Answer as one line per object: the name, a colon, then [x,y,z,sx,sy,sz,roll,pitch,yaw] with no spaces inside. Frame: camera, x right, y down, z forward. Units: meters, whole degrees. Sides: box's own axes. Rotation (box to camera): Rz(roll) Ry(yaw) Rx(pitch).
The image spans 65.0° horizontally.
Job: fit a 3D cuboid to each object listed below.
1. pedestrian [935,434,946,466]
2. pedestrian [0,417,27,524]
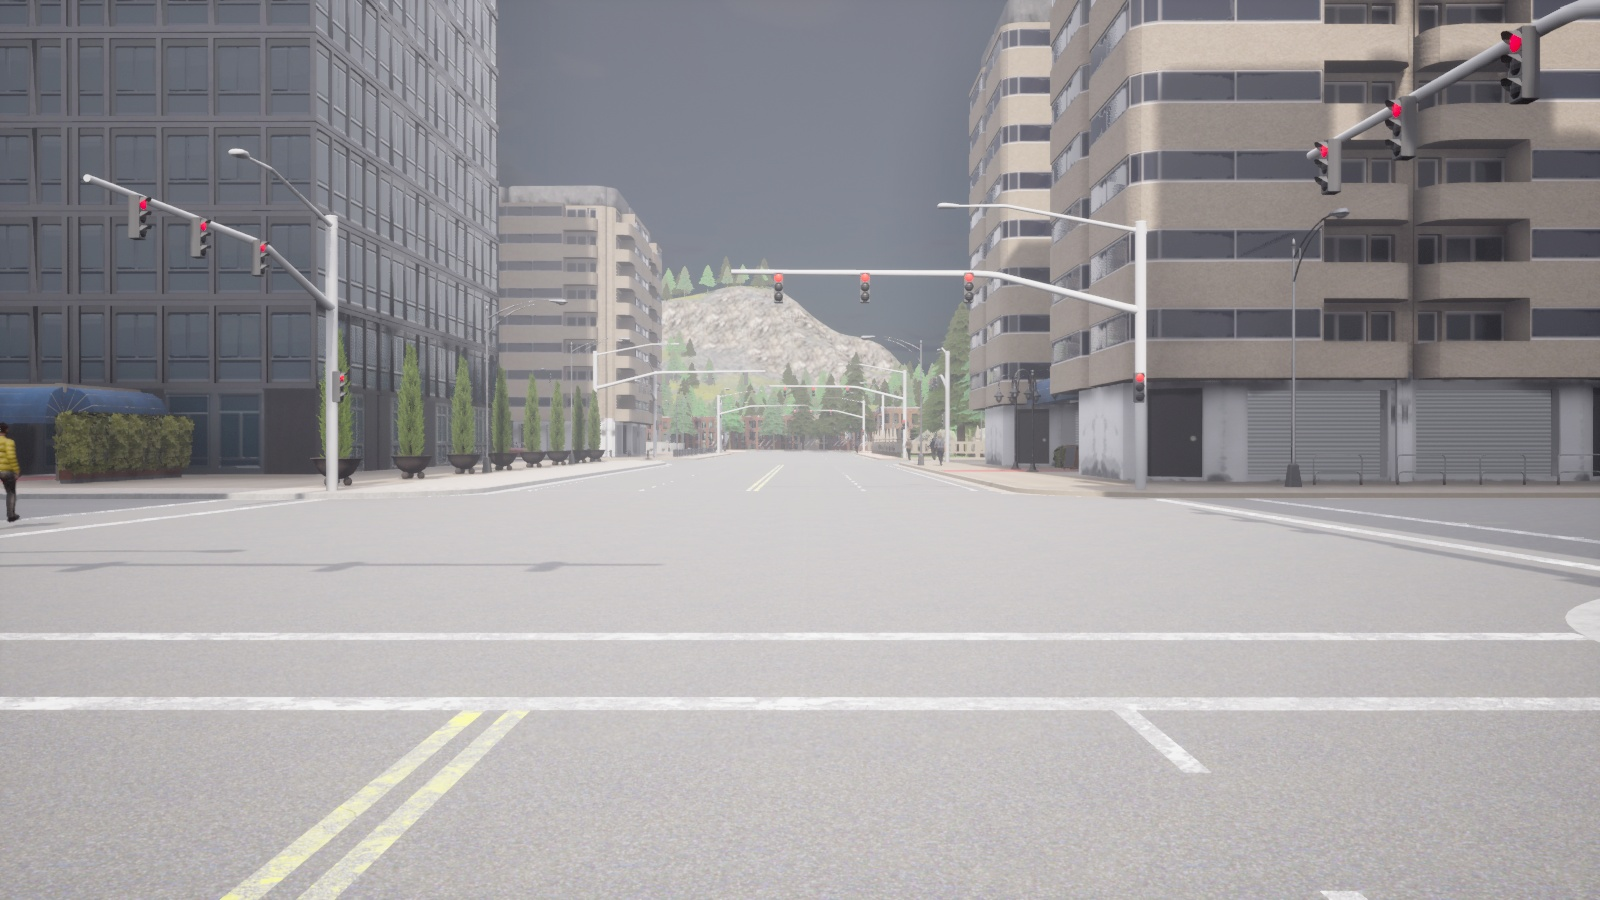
pedestrian: [8.175,-0.001,73.086,0.540,1.848,0.694,0,0,1]
pedestrian: [-13.963,0.349,22.010,0.431,1.840,0.709,0,0,-6]
